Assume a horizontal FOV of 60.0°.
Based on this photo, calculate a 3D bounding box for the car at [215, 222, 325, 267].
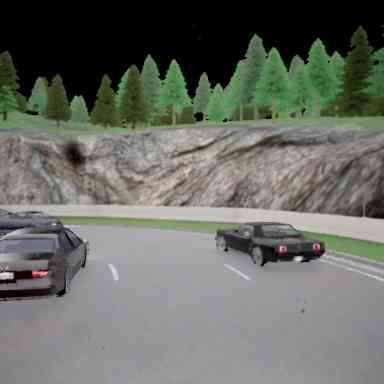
[{"bbox_3d":[2.500,1.736,12.117,1.895,1.301,4.718,0,-1,-18],"label":"car"}]

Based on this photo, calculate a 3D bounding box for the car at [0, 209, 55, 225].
[{"bbox_3d":[-9.449,1.771,18.829,4.181,1.385,1.994,0,-1,19],"label":"car"}]

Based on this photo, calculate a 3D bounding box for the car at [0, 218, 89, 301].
[{"bbox_3d":[-3.936,1.644,8.708,2.033,1.411,5.357,0,-1,-10],"label":"car"}]
